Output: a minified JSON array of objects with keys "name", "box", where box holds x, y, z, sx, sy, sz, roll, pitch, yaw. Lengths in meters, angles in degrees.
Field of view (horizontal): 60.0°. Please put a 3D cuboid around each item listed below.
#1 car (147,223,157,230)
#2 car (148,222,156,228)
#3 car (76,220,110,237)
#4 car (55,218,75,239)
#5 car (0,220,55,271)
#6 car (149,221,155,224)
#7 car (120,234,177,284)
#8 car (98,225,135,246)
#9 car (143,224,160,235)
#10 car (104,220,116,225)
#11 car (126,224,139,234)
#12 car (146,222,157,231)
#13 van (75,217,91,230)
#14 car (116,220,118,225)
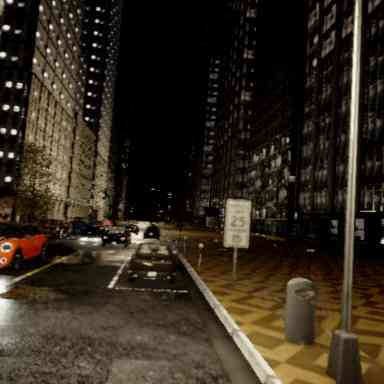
[{"name":"car","box":[-8.325,7.094,68.963,1.947,1.339,4.313,4,-5,-6]},{"name":"car","box":[-9.654,7.982,80.136,1.947,1.339,4.313,4,-5,-6]},{"name":"car","box":[-9.878,3.826,33.410,1.994,1.385,4.181,5,-5,-6]},{"name":"car","box":[-11.967,3.148,28.952,1.967,1.590,4.097,4,-5,-6]},{"name":"car","box":[-7.506,2.021,13.449,2.097,1.767,4.553,5,-5,-6]},{"name":"car","box":[-6.332,5.762,52.206,1.947,1.339,4.313,4,-5,-6]},{"name":"car","box":[-1.554,2.642,13.124,2.008,1.369,4.403,4,-5,-6]},{"name":"car","box":[-5.787,3.502,25.858,1.895,1.301,4.718,5,-5,-6]},{"name":"car","box":[-4.339,4.428,35.449,1.947,1.339,4.313,4,-5,-6]},{"name":"car","box":[-15.961,5.956,62.447,1.802,1.307,4.206,4,-5,-6]},{"name":"car","box":[-7.901,4.830,43.234,2.033,1.411,5.357,5,-5,-6]},{"name":"car","box":[-7.653,6.525,63.389,1.967,1.590,4.097,4,-5,-6]},{"name":"van","box":[-13.289,3.939,40.130,1.690,1.788,3.998,4,-5,-6]},{"name":"car","box":[-17.288,6.828,73.617,1.947,1.339,4.313,4,-5,-6]}]
